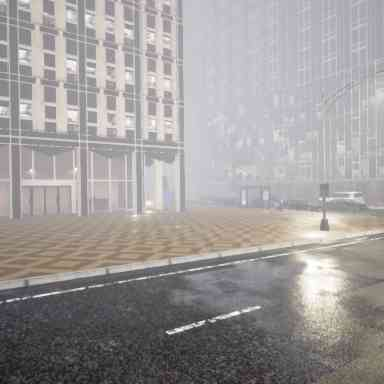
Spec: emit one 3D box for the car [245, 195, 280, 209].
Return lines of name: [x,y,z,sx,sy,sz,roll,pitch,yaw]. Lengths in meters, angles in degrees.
car: [8.788,1.386,40.838,1.802,1.307,4.206,-1,1,-34]

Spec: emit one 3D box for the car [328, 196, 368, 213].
car: [16.084,1.406,34.974,1.994,1.385,4.181,-1,1,-35]

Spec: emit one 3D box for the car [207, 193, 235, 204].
car: [4.963,1.264,51.174,1.895,1.301,4.718,-1,1,-34]

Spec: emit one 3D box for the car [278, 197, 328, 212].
car: [11.992,1.422,36.141,1.947,1.339,4.313,-1,1,-34]

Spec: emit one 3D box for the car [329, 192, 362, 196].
car: [17.204,0.989,39.010,2.150,2.045,5.566,-1,1,-34]

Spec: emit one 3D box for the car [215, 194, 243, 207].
car: [5.617,1.318,45.554,1.947,1.339,4.313,-1,1,-34]

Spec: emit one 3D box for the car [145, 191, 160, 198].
car: [-9.963,0.684,83.115,1.967,1.590,4.097,0,1,-34]

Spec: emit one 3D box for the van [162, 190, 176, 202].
van: [-3.994,0.935,59.633,1.690,1.788,3.998,0,1,-34]

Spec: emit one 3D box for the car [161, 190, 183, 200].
car: [-4.346,0.638,70.328,2.150,2.045,5.566,-1,1,-34]

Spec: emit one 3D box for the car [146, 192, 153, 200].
car: [-10.432,1.037,69.004,2.008,1.369,4.403,0,1,-34]

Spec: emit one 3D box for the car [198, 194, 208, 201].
car: [2.913,1.041,64.380,1.802,1.307,4.206,-1,1,-34]
